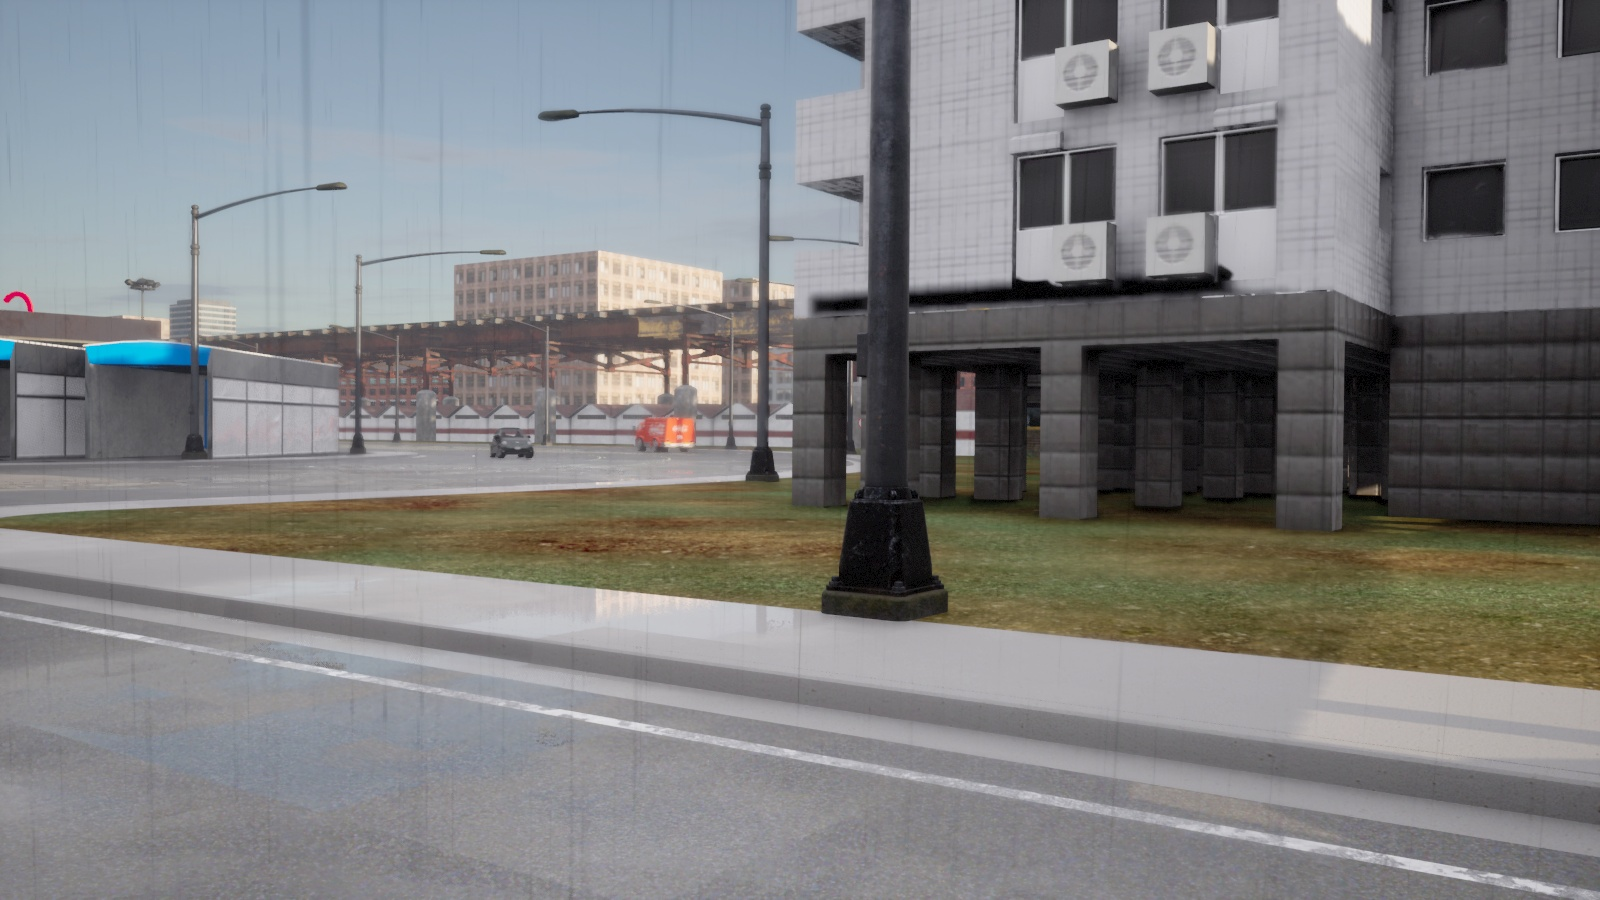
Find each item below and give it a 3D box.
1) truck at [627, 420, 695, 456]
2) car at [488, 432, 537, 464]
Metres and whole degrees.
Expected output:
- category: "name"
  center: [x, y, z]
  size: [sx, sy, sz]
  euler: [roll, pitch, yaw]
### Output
- category: "truck"
  center: [-9.893, -0.882, 89.244]
  size: [2.627, 2.467, 5.204]
  euler: [0, 1, -35]
- category: "car"
  center: [-15.279, -0.142, 66.570]
  size: [1.851, 1.617, 3.988]
  euler: [-1, 1, -23]
